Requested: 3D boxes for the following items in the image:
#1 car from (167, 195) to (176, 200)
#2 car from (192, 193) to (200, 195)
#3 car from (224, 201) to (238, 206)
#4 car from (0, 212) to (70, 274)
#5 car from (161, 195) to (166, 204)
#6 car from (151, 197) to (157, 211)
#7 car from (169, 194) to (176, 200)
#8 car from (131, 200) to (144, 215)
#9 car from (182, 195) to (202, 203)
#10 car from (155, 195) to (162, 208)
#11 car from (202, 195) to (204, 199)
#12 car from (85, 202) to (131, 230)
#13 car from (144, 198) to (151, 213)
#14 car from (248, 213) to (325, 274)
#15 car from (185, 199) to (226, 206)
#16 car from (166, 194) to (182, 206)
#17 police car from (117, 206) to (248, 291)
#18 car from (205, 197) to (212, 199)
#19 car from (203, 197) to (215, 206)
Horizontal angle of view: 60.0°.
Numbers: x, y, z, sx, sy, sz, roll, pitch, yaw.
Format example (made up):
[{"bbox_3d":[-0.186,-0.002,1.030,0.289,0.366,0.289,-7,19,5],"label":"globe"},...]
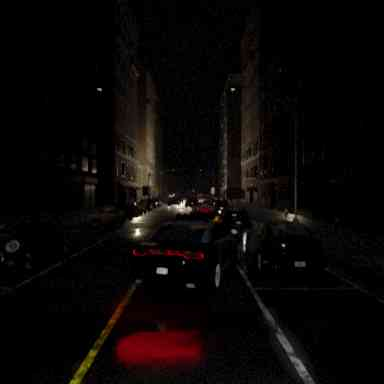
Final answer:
[{"bbox_3d":[-5.323,1.373,85.507,2.008,1.369,4.403,0,0,0],"label":"car"},{"bbox_3d":[0.045,1.362,59.389,1.882,1.535,5.008,0,0,0],"label":"car"},{"bbox_3d":[2.652,1.514,21.139,2.008,1.369,4.403,0,0,0],"label":"car"},{"bbox_3d":[-5.381,1.422,10.329,1.967,1.590,4.097,0,0,0],"label":"car"},{"bbox_3d":[-5.351,1.462,48.219,2.008,1.369,4.403,0,0,0],"label":"car"},{"bbox_3d":[-5.360,1.517,37.393,1.802,1.307,4.206,0,0,0],"label":"car"},{"bbox_3d":[-5.318,1.353,90.962,1.887,1.381,4.507,0,0,0],"label":"car"},{"bbox_3d":[-5.369,1.520,26.567,1.947,1.339,4.313,0,0,0],"label":"car"},{"bbox_3d":[0.041,1.481,45.547,1.994,1.385,4.181,0,0,0],"label":"car"},{"bbox_3d":[-5.356,1.474,42.806,2.008,1.369,4.403,0,0,0],"label":"car"},{"bbox_3d":[2.674,1.436,48.373,1.752,1.417,4.829,0,0,0],"label":"car"},{"bbox_3d":[-5.373,1.489,20.985,1.752,1.417,4.829,0,0,0],"label":"car"},{"bbox_3d":[-5.364,1.470,31.810,1.752,1.417,4.829,0,0,0],"label":"car"},{"bbox_3d":[2.644,1.533,10.314,2.008,1.369,4.403,0,0,0],"label":"car"},{"bbox_3d":[0.732,1.423,19.055,1.801,1.575,5.366,0,0,2],"label":"car"},{"bbox_3d":[-2.781,1.451,51.296,2.033,1.411,5.357,0,0,0],"label":"car"},{"bbox_3d":[0.147,1.409,9.277,1.930,1.638,5.238,0,0,17],"label":"police car"},{"bbox_3d":[2.665,1.501,37.377,1.947,1.339,4.313,0,0,0],"label":"car"},{"bbox_3d":[2.678,1.480,53.616,1.802,1.307,4.206,0,0,0],"label":"car"}]
